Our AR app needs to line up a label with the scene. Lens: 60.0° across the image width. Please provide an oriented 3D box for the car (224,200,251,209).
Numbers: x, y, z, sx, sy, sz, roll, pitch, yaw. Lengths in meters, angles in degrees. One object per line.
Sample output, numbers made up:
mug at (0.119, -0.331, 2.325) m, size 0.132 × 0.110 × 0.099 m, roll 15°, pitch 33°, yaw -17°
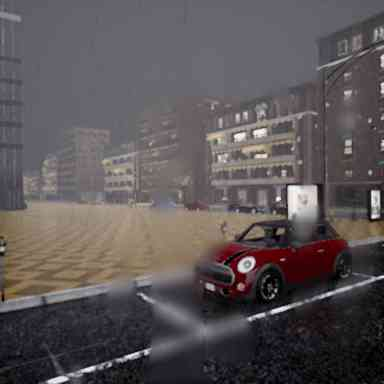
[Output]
car at (7.149, 1.958, 52.844) m, size 1.802 × 1.307 × 4.206 m, roll -2°, pitch 0°, yaw -36°

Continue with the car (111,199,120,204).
car at (-19.092, 2.598, 88.849) m, size 1.947 × 1.339 × 4.313 m, roll -2°, pitch 0°, yaw -36°

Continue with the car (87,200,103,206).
car at (-22.601, 2.597, 79.419) m, size 2.008 × 1.369 × 4.403 m, roll -2°, pitch 0°, yaw -36°

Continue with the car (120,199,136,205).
car at (-15.823, 2.390, 84.342) m, size 1.967 × 1.590 × 4.097 m, roll -2°, pitch 0°, yaw -36°

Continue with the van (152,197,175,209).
van at (-4.278, 1.928, 54.128) m, size 1.690 × 1.788 × 3.998 m, roll -2°, pitch 0°, yaw -36°

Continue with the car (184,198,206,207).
car at (0.541, 1.980, 61.812) m, size 1.967 × 1.590 × 4.097 m, roll -2°, pitch 0°, yaw -36°

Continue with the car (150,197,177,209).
car at (-5.218, 1.895, 60.069) m, size 2.150 × 2.045 × 5.566 m, roll -1°, pitch 0°, yaw -36°

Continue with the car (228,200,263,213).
car at (6.743, 1.862, 38.783) m, size 2.008 × 1.369 × 4.403 m, roll -2°, pitch 0°, yaw -36°

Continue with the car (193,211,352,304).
car at (1.993, 1.416, 8.000) m, size 4.097 × 1.590 × 1.967 m, roll 0°, pitch 0°, yaw -36°

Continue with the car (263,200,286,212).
car at (10.016, 1.780, 34.277) m, size 2.008 × 1.369 × 4.403 m, roll -2°, pitch 0°, yaw -36°

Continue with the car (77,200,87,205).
car at (-29.145, 2.756, 88.432) m, size 1.887 × 1.381 × 4.507 m, roll -2°, pitch 0°, yaw -36°

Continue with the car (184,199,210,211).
car at (0.652, 2.008, 47.250) m, size 1.887 × 1.381 × 4.507 m, roll -2°, pitch 0°, yaw -36°

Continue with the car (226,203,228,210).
car at (6.516, 1.904, 43.751) m, size 1.994 × 1.385 × 4.181 m, roll -1°, pitch 0°, yaw -36°
